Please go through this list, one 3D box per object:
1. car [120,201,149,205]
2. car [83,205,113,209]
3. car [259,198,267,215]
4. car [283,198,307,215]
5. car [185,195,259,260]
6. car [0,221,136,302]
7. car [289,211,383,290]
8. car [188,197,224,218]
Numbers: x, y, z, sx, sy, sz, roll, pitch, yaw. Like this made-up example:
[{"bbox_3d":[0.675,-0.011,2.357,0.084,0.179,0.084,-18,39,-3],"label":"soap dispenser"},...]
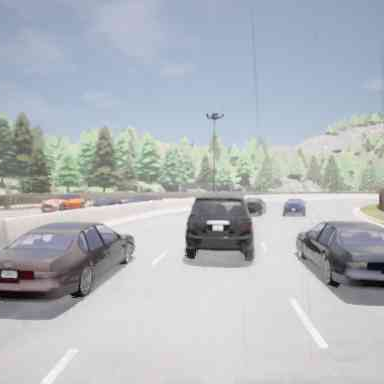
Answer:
[{"bbox_3d":[-4.932,1.000,32.218,2.097,1.767,4.553,1,1,20],"label":"car"},{"bbox_3d":[-8.394,1.185,32.861,1.994,1.385,4.181,1,1,19],"label":"car"},{"bbox_3d":[5.577,1.214,29.971,1.882,1.535,5.008,0,1,19],"label":"car"},{"bbox_3d":[9.224,1.286,29.799,1.812,1.442,4.674,0,1,20],"label":"car"},{"bbox_3d":[1.116,1.106,12.244,2.150,2.045,5.566,0,1,8],"label":"car"},{"bbox_3d":[-2.919,1.446,8.258,2.033,1.411,5.357,0,1,6],"label":"car"},{"bbox_3d":[4.182,1.483,8.981,2.033,1.411,5.357,0,1,7],"label":"car"},{"bbox_3d":[1.291,1.232,28.229,1.837,1.490,4.892,0,0,17],"label":"car"}]
